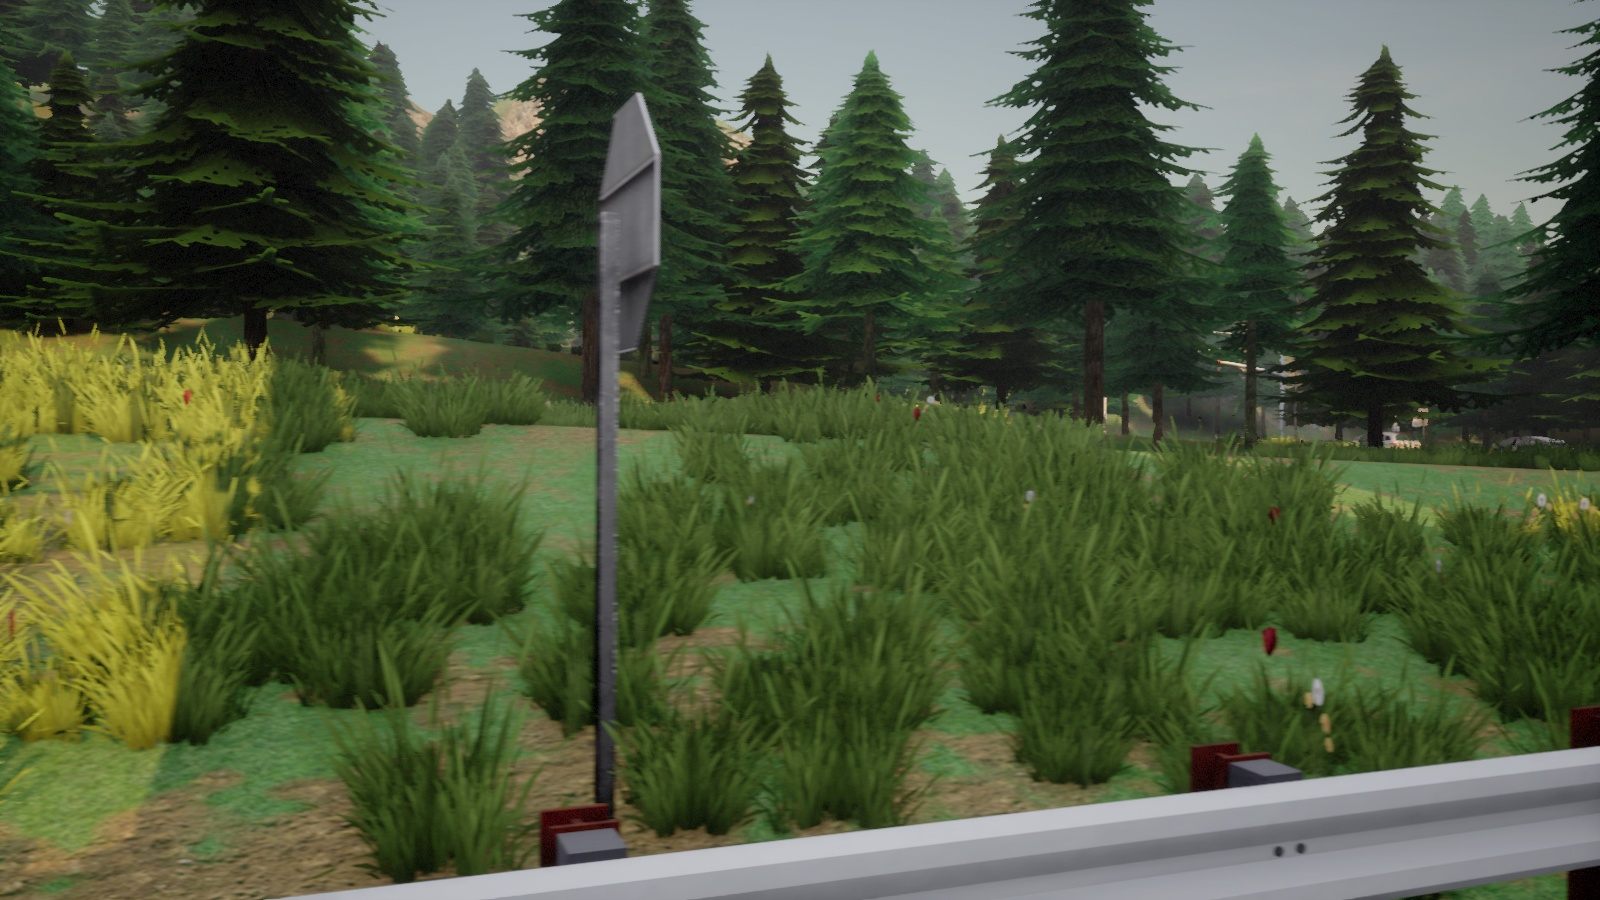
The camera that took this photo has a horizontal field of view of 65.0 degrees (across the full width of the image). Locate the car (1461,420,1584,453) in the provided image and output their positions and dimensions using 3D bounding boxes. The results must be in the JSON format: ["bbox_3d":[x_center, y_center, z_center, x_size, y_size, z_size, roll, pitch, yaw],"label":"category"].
[{"bbox_3d":[34.333,-0.664,59.819,2.163,1.488,4.792,-1,1,-20],"label":"car"}]

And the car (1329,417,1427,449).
[{"bbox_3d":[31.335,-0.924,68.202,2.242,1.667,4.611,-1,1,-20],"label":"car"}]
